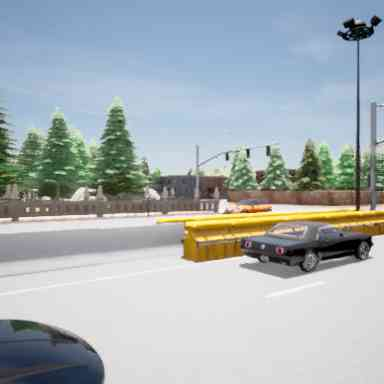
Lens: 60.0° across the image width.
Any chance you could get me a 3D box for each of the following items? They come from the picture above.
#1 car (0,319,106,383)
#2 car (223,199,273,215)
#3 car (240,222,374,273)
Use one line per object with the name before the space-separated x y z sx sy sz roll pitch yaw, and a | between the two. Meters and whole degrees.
car | -2.920 1.464 1.662 5.008 1.535 1.882 0 0 -35
car | 4.877 1.396 28.740 4.553 1.767 2.097 0 0 -35
car | 3.896 1.623 10.787 4.718 1.301 1.895 0 0 -35
